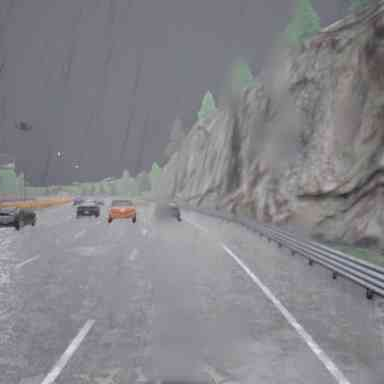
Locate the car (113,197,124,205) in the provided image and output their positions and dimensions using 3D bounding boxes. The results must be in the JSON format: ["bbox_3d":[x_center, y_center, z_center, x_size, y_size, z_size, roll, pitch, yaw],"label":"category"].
[{"bbox_3d":[-14.369,1.775,64.814,1.812,1.442,4.674,-1,0,-14],"label":"car"}]

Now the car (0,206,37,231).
[{"bbox_3d":[-11.752,1.687,21.941,2.128,1.511,4.902,-1,0,-9],"label":"car"}]

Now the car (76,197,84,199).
[{"bbox_3d":[-21.225,1.714,63.331,2.097,1.767,4.553,-1,0,-14],"label":"car"}]

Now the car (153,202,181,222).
[{"bbox_3d":[-2.018,1.545,26.925,1.837,1.490,4.892,-1,0,-9],"label":"car"}]

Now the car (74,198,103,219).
[{"bbox_3d":[-9.848,1.646,31.866,1.882,1.535,5.008,0,0,-12],"label":"car"}]

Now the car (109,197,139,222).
[{"bbox_3d":[-5.684,1.451,27.544,2.097,1.767,4.553,-1,0,-10],"label":"car"}]

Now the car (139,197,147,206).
[{"bbox_3d":[-8.626,1.608,56.108,1.801,1.575,5.366,-1,0,-14],"label":"car"}]
